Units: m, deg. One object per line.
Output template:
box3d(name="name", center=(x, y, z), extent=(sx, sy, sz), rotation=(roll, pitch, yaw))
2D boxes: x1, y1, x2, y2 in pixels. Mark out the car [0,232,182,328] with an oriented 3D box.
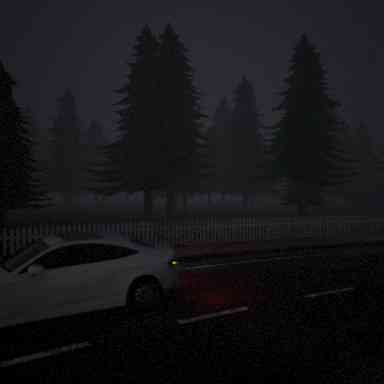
box3d(name="car", center=(-2.410, 1.526, 6.209), extent=(4.674, 1.442, 1.812), rotation=(0, 0, -31))
